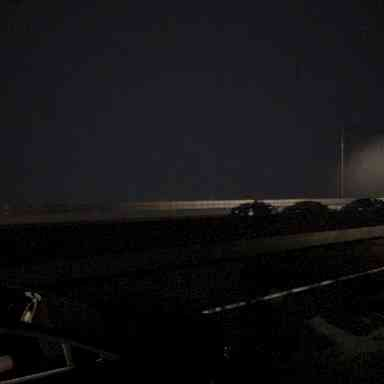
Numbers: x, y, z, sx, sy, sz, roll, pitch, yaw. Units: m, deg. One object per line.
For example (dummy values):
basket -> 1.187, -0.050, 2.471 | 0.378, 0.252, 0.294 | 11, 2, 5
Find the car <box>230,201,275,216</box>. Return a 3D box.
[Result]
car -> 5.338, 1.452, 28.558 | 4.181, 1.385, 1.994 | 0, 0, -34

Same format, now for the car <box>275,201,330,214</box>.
car -> 9.237, 1.435, 26.952 | 4.674, 1.442, 1.812 | 0, 0, -34

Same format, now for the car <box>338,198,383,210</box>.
car -> 13.053, 1.282, 25.290 | 4.553, 1.767, 2.097 | 0, 0, -34

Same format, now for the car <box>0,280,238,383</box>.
car -> -1.817, 1.471, 2.505 | 4.902, 1.511, 2.128 | 0, 0, -34
